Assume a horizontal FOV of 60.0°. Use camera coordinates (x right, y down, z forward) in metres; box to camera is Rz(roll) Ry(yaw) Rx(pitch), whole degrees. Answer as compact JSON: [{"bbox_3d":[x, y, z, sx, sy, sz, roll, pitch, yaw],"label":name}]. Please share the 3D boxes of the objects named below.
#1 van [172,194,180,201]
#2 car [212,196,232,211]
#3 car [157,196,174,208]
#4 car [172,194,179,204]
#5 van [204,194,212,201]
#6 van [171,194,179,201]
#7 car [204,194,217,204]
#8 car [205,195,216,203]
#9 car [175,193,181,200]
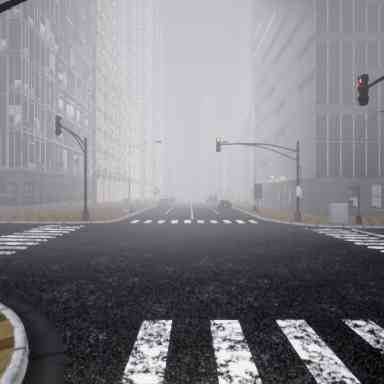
[{"bbox_3d":[-4.088,1.315,86.019,1.690,1.788,3.998,0,0,0],"label":"van"},{"bbox_3d":[3.976,1.579,41.824,1.947,1.339,4.313,0,0,0],"label":"car"},{"bbox_3d":[-3.970,1.592,47.326,1.802,1.307,4.206,0,0,0],"label":"car"},{"bbox_3d":[-4.020,1.564,63.909,1.947,1.339,4.313,0,0,0],"label":"car"},{"bbox_3d":[3.809,1.321,80.516,1.690,1.788,3.998,0,0,0],"label":"van"},{"bbox_3d":[-4.071,1.321,80.492,1.690,1.788,3.998,0,0,0],"label":"van"},{"bbox_3d":[3.860,1.313,63.932,2.192,1.841,5.009,0,0,0],"label":"car"},{"bbox_3d":[3.843,1.432,69.461,1.967,1.590,4.097,0,0,0],"label":"car"},{"bbox_3d":[-4.054,1.426,74.964,1.967,1.590,4.097,0,0,0],"label":"car"}]
